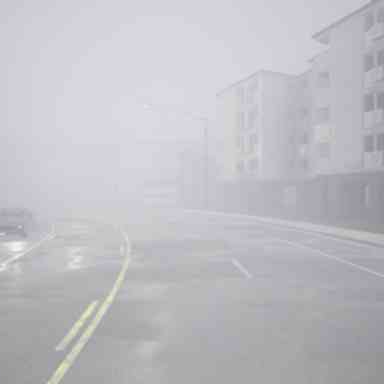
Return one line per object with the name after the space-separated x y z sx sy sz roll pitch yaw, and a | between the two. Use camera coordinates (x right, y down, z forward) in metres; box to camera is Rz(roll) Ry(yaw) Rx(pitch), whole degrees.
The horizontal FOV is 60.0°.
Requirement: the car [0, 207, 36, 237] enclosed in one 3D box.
-9.456 1.517 17.636 2.033 1.411 5.357 0 0 -19 | car
